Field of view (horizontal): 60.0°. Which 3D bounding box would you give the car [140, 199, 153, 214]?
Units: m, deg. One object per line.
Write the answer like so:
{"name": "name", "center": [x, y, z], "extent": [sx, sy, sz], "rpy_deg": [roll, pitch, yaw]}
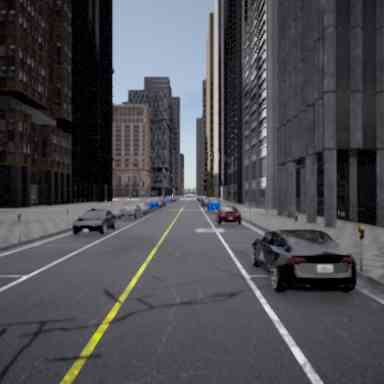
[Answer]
{"name": "car", "center": [-5.777, 1.800, 36.991], "extent": [1.752, 1.417, 4.829], "rpy_deg": [0, 0, 0]}

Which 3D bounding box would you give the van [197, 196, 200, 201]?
{"name": "van", "center": [2.735, 1.907, 76.653], "extent": [1.690, 1.788, 3.998], "rpy_deg": [0, 0, 0]}

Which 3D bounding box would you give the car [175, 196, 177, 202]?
{"name": "car", "center": [-5.793, 2.193, 87.928], "extent": [1.887, 1.381, 4.507], "rpy_deg": [0, 0, 0]}

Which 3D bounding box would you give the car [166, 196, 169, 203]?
{"name": "car", "center": [-5.785, 1.758, 59.726], "extent": [2.192, 1.841, 5.009], "rpy_deg": [0, 0, 0]}

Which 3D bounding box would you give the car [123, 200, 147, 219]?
{"name": "car", "center": [-5.775, 1.785, 31.520], "extent": [2.008, 1.369, 4.403], "rpy_deg": [0, 0, 0]}

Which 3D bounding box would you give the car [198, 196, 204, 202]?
{"name": "car", "center": [2.738, 2.091, 71.011], "extent": [1.947, 1.339, 4.313], "rpy_deg": [0, 0, 0]}

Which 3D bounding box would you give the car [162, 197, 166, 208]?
{"name": "car", "center": [-5.783, 1.841, 54.083], "extent": [1.967, 1.590, 4.097], "rpy_deg": [0, 0, 0]}

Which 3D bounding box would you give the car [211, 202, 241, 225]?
{"name": "car", "center": [2.752, 1.737, 25.887], "extent": [1.887, 1.381, 4.507], "rpy_deg": [0, 0, 0]}

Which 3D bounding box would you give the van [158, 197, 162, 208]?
{"name": "van", "center": [-5.781, 1.701, 48.443], "extent": [1.690, 1.788, 3.998], "rpy_deg": [0, 0, 0]}

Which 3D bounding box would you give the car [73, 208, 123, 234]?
{"name": "car", "center": [-5.772, 1.717, 20.239], "extent": [1.947, 1.339, 4.313], "rpy_deg": [0, 0, 0]}

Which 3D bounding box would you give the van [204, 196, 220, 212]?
{"name": "van", "center": [2.746, 1.659, 42.810], "extent": [1.690, 1.788, 3.998], "rpy_deg": [0, 0, 0]}

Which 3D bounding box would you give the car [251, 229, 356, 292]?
{"name": "car", "center": [2.757, 1.633, 8.965], "extent": [1.947, 1.339, 4.313], "rpy_deg": [0, 0, 0]}

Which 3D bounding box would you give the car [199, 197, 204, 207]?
{"name": "car", "center": [2.741, 2.024, 59.730], "extent": [1.802, 1.307, 4.206], "rpy_deg": [0, 0, 0]}

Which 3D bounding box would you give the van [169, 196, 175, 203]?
{"name": "van", "center": [-5.792, 1.949, 82.288], "extent": [1.690, 1.788, 3.998], "rpy_deg": [0, 0, 0]}

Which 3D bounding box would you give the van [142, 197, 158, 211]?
{"name": "van", "center": [-5.780, 1.659, 42.803], "extent": [1.690, 1.788, 3.998], "rpy_deg": [0, 0, 0]}
